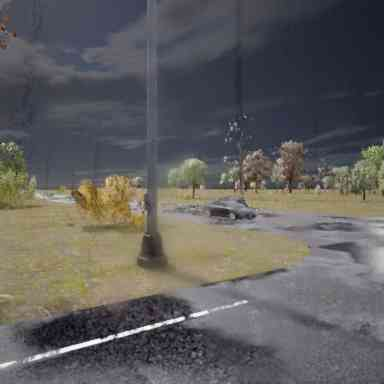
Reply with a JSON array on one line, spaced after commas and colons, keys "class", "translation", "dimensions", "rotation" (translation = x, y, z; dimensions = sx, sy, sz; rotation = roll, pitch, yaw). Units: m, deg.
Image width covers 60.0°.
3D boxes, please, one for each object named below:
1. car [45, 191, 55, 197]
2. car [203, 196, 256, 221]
[{"class": "car", "translation": [-36.940, 0.489, 86.368], "dimensions": [1.994, 1.385, 4.181], "rotation": [-1, 1, -28]}, {"class": "car", "translation": [2.762, 1.342, 25.424], "dimensions": [1.837, 1.490, 4.892], "rotation": [-1, 1, -35]}]
